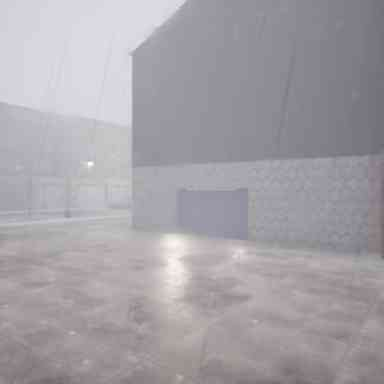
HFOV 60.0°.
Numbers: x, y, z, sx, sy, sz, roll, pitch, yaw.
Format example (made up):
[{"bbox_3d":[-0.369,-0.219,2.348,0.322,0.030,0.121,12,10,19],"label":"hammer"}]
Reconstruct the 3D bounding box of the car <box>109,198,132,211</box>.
[{"bbox_3d":[-7.299,1.428,39.854,2.033,1.411,5.357,0,0,35],"label":"car"}]
